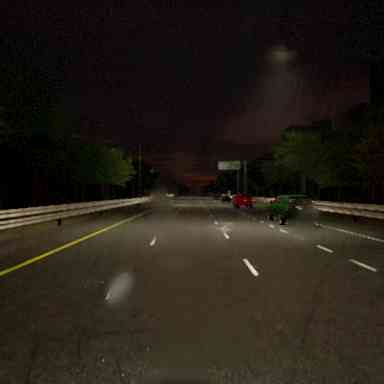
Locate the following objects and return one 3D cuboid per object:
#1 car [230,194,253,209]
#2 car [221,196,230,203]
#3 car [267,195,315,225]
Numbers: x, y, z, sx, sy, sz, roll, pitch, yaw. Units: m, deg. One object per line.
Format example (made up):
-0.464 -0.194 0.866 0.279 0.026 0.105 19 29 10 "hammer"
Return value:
7.117 1.252 46.930 2.150 2.045 5.566 0 0 0 "car"
7.276 1.545 71.576 1.837 1.490 4.892 0 0 0 "car"
7.030 1.234 24.095 2.150 2.045 5.566 0 0 0 "car"
